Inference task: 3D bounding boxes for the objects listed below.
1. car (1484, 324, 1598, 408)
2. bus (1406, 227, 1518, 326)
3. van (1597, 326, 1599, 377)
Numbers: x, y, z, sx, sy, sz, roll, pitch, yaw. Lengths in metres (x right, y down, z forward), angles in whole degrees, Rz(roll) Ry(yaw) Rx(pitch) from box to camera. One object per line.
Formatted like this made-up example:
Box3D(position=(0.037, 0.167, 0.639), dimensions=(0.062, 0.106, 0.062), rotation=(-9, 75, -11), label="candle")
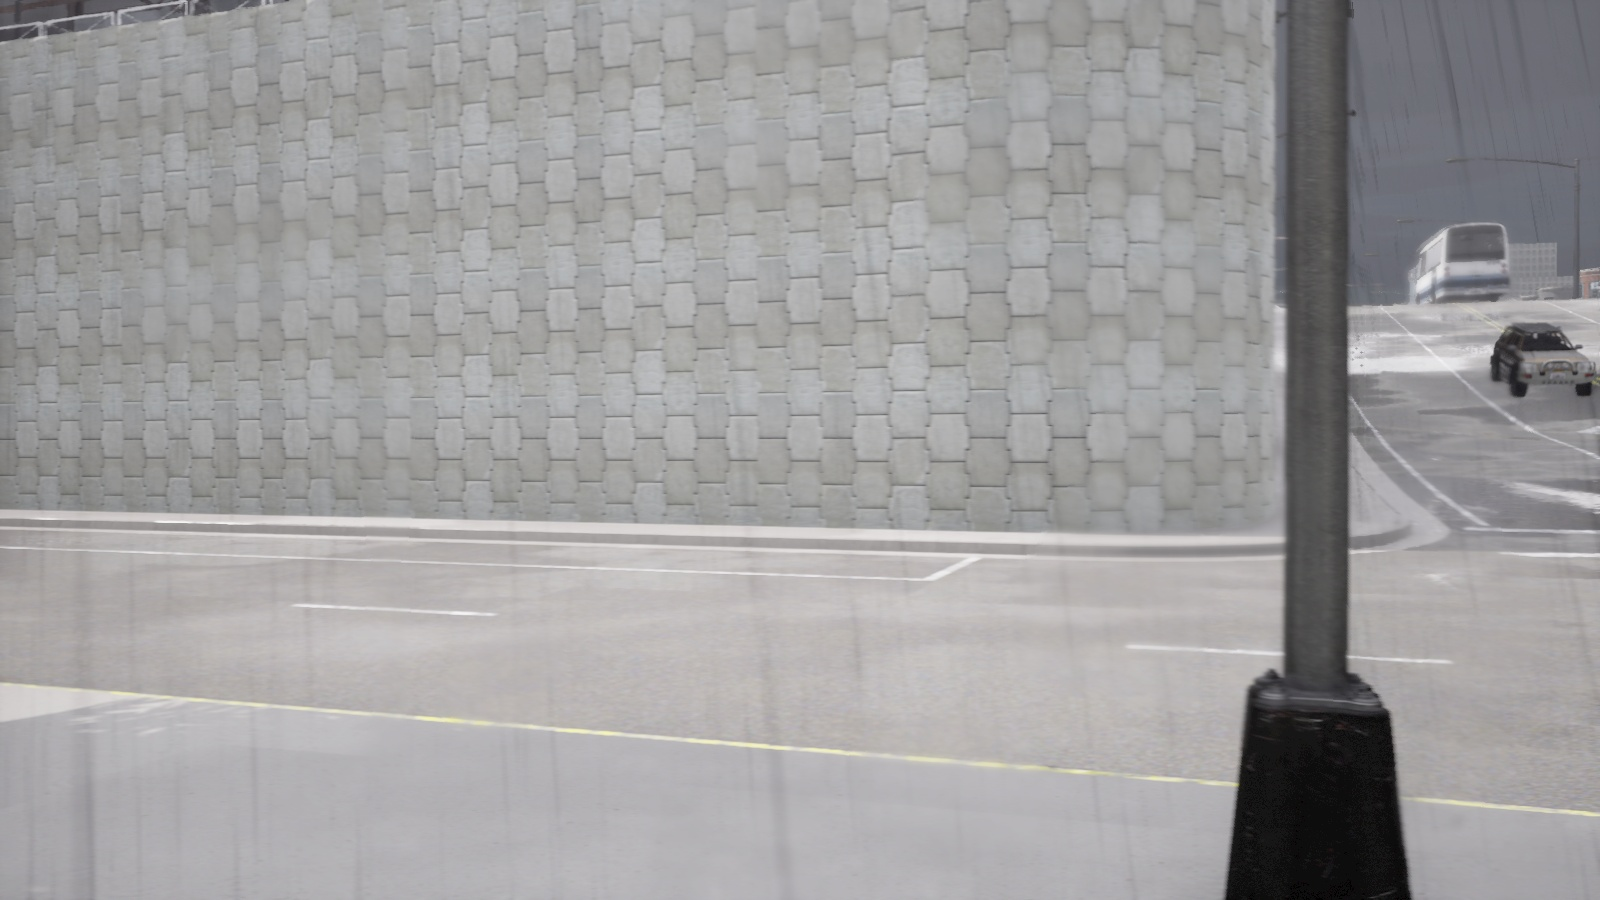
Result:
Box3D(position=(21.844, -2.549, 37.209), dimensions=(1.932, 1.855, 4.605), rotation=(1, 12, 19), label="car")
Box3D(position=(36.848, -9.511, 70.375), dimensions=(3.944, 4.253, 10.273), rotation=(0, 1, 19), label="bus")
Box3D(position=(25.626, -2.900, 37.453), dimensions=(2.069, 2.038, 4.480), rotation=(1, 12, 19), label="van")
